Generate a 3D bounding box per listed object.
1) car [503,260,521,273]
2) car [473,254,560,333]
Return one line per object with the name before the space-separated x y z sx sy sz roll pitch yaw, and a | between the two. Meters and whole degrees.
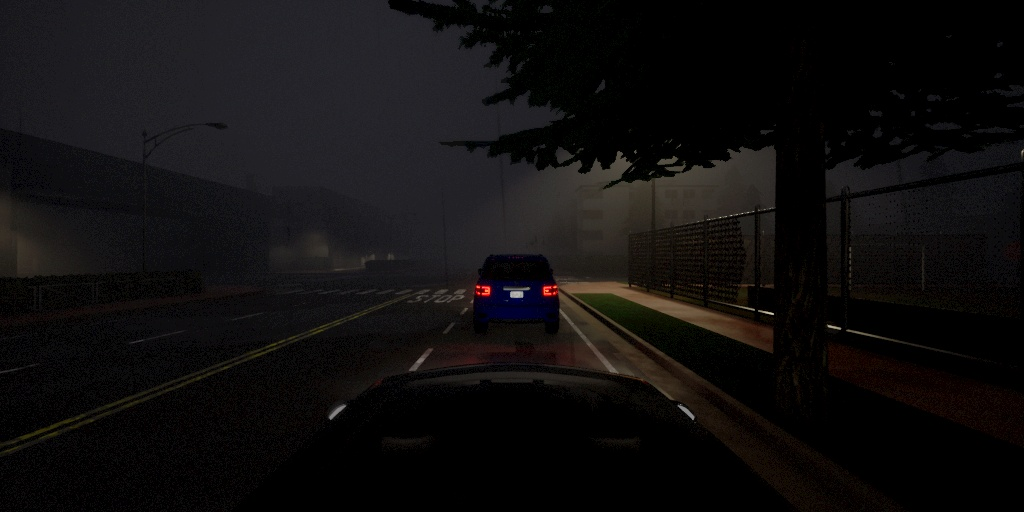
car | 0.013 1.241 45.716 2.128 1.511 4.902 0 0 0
car | 0.113 0.972 10.857 2.150 2.045 5.566 0 0 0
